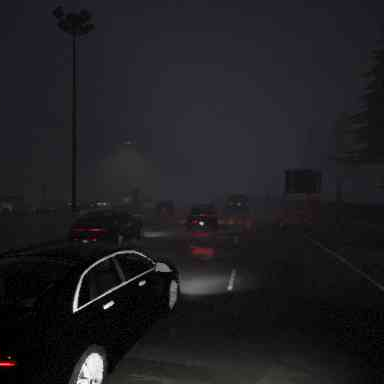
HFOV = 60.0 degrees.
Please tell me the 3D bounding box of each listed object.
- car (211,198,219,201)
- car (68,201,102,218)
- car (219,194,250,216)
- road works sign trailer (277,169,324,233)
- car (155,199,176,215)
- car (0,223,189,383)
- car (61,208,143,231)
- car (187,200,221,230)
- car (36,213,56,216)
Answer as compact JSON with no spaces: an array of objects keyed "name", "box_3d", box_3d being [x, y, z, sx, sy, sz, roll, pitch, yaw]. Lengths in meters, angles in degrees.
[{"name":"car","box_3d":[3.300,1.478,43.373,1.882,1.535,5.008,0,0,-7]},{"name":"car","box_3d":[-9.781,1.564,30.741,1.994,1.385,4.181,0,0,-2]},{"name":"car","box_3d":[4.239,1.222,32.713,2.150,2.045,5.566,0,0,-1]},{"name":"road works sign trailer","box_3d":[6.587,0.464,19.229,2.380,3.560,2.880,0,0,-15]},{"name":"car","box_3d":[-2.758,1.490,34.261,2.128,1.511,4.902,0,0,-3]},{"name":"car","box_3d":[-1.569,1.504,4.865,1.837,1.490,4.892,0,0,13]},{"name":"car","box_3d":[-3.469,1.507,14.272,1.837,1.490,4.892,0,1,8]},{"name":"car","box_3d":[0.727,1.506,21.303,1.837,1.490,4.892,0,0,4]},{"name":"car","box_3d":[-13.296,1.477,31.675,1.882,1.535,5.008,0,0,-3]}]
